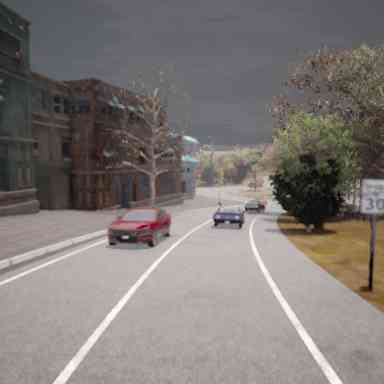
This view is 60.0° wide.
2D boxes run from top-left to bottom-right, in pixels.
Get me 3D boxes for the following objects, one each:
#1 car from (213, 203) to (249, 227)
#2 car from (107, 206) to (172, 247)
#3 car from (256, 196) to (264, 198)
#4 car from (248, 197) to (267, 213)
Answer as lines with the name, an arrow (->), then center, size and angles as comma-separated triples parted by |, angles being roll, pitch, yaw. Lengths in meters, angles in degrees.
car -> 2.679, 1.632, 23.096 | 1.895, 1.301, 4.718 | 1, 0, 12
car -> -2.168, 1.427, 14.983 | 1.882, 1.535, 5.008 | 1, 0, 8
car -> 11.423, 1.568, 57.419 | 2.097, 1.767, 4.553 | 3, 3, 26
car -> 7.674, 1.730, 40.407 | 2.033, 1.411, 5.357 | 2, 0, 21
